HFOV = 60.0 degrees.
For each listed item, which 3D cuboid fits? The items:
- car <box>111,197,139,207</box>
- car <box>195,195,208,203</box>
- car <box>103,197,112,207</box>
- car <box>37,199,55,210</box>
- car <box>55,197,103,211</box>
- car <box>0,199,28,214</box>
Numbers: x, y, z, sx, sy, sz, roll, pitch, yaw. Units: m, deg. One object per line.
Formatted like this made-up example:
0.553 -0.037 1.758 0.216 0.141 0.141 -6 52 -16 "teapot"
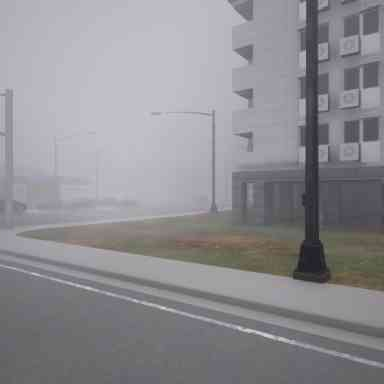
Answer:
-9.930 1.601 50.862 1.895 1.301 4.718 0 0 16 "car"
2.026 1.353 69.982 2.097 1.767 4.553 0 0 -8 "car"
-13.356 1.478 51.663 1.882 1.535 5.008 0 0 16 "car"
-17.577 1.564 42.491 1.994 1.385 4.181 0 0 31 "car"
-14.061 1.492 41.573 2.128 1.511 4.902 0 0 30 "car"
-19.362 1.478 33.714 1.882 1.535 5.008 0 0 36 "car"
